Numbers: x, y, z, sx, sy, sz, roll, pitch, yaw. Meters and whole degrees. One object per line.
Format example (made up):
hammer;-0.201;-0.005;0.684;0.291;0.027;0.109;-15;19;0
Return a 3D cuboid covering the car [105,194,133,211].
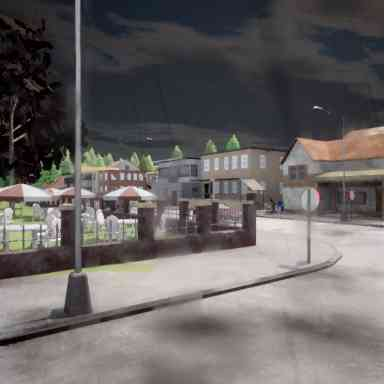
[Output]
car;-9.172;1.224;40.505;2.150;2.045;5.566;0;0;-35

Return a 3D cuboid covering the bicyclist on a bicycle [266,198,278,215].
bicyclist on a bicycle;7.565;1.349;31.435;1.656;1.620;0.582;0;0;-35

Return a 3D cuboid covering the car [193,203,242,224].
car;1.857;1.525;24.969;1.812;1.442;4.674;0;0;-36
